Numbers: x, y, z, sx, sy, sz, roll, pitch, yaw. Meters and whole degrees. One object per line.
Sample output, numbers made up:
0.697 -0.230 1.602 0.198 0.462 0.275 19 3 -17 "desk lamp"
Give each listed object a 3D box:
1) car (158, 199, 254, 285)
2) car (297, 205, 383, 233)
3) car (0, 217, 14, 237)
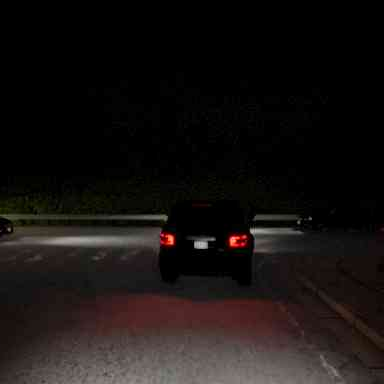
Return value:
0.606 1.213 9.703 2.150 2.045 5.566 0 0 9 "car"
8.585 1.474 19.064 4.902 1.511 2.128 0 0 0 "car"
-10.940 1.478 15.476 4.902 1.511 2.128 0 0 0 "car"
